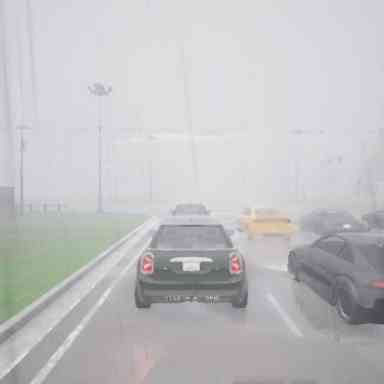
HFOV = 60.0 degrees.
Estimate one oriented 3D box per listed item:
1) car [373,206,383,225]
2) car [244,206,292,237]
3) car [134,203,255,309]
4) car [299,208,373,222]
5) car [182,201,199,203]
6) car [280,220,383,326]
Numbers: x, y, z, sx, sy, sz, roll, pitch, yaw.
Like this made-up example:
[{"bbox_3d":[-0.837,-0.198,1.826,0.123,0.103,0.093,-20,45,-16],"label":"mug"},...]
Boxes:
[{"bbox_3d":[10.421,1.413,16.861,2.128,1.511,4.902,0,0,-1],"label":"car"},{"bbox_3d":[3.425,1.406,16.422,1.882,1.535,5.008,0,0,0],"label":"car"},{"bbox_3d":[-0.020,1.319,7.959,2.097,1.767,4.553,0,0,0],"label":"car"},{"bbox_3d":[6.920,1.488,16.878,1.994,1.385,4.181,0,0,0],"label":"car"},{"bbox_3d":[-0.079,1.282,16.729,2.097,1.767,4.553,0,0,0],"label":"car"},{"bbox_3d":[3.486,1.532,7.000,1.994,1.385,4.181,0,0,-1],"label":"car"}]
